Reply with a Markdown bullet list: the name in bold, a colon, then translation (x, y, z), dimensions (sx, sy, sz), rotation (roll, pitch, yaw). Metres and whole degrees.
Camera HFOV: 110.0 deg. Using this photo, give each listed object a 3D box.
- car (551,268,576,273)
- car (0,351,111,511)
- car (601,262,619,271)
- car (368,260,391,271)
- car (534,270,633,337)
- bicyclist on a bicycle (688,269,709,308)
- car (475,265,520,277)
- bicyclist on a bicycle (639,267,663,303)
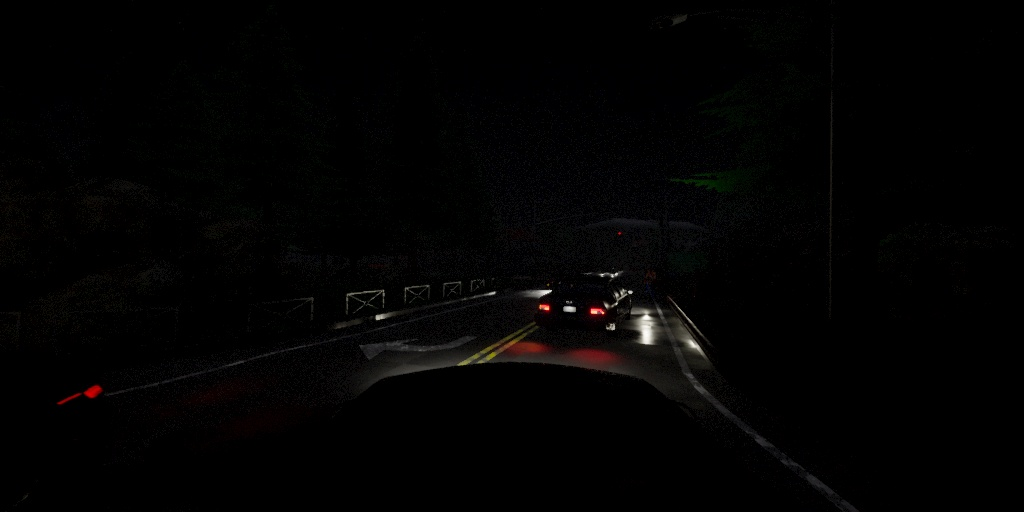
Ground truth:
- **car**: translation (3.581, 1.508, 23.825), dimensions (1.994, 1.385, 4.181), rotation (1, -1, 20)
- **car**: translation (-5.252, 1.246, 1.899), dimensions (1.994, 1.385, 4.181), rotation (1, -1, 35)
- **car**: translation (15.578, 1.989, 57.917), dimensions (2.097, 1.767, 4.553), rotation (1, -1, 20)
- **car**: translation (-17.376, 1.402, 49.090), dimensions (4.553, 1.767, 2.097), rotation (1, -1, 21)
- **car**: translation (2.296, 1.283, 10.277), dimensions (2.033, 1.411, 5.357), rotation (1, -1, 24)
- **bicyclist on a bicycle**: translation (7.863, 1.363, 15.105), dimensions (1.656, 1.620, 0.582), rotation (1, -1, -34)
- **car**: translation (-1.759, 1.819, 43.425), dimensions (5.357, 1.411, 2.033), rotation (1, -1, 19)
- **bicyclist on a bicycle**: translation (6.417, 1.351, 16.487), dimensions (1.656, 1.620, 0.582), rotation (1, -1, -31)
